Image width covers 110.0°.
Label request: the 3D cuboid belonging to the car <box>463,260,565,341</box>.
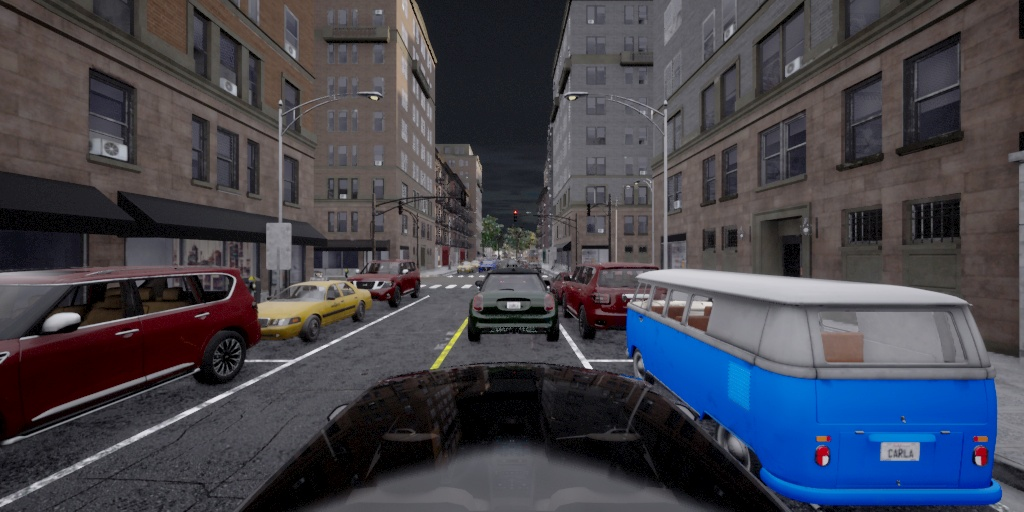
[{"bbox_3d":[0.023,1.101,10.001,2.097,1.767,4.553,0,0,0],"label":"car"}]

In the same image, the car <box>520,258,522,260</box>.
[{"bbox_3d":[2.569,1.297,53.615,2.007,1.370,4.403,0,0,0],"label":"car"}]

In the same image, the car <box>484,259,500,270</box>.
[{"bbox_3d":[-2.909,1.238,52.854,2.128,1.511,4.902,0,0,0],"label":"car"}]

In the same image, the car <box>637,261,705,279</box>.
[{"bbox_3d":[13.593,1.170,30.811,4.902,1.511,2.128,0,0,0],"label":"car"}]

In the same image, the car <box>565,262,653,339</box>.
[{"bbox_3d":[2.627,1.064,9.964,2.192,1.841,5.009,0,0,0],"label":"car"}]

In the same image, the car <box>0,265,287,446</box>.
[{"bbox_3d":[-5.401,1.064,4.277,2.192,1.841,5.009,0,0,0],"label":"car"}]

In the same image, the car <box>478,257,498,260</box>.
[{"bbox_3d":[-2.898,1.224,42.887,1.882,1.535,5.008,0,0,0],"label":"car"}]

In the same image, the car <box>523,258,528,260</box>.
[{"bbox_3d":[2.584,1.297,42.652,2.007,1.370,4.403,0,0,0],"label":"car"}]

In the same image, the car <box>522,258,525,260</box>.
[{"bbox_3d":[2.576,1.291,48.133,1.888,1.381,4.507,0,0,0],"label":"car"}]

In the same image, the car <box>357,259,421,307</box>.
[{"bbox_3d":[-5.418,1.063,15.633,2.192,1.841,5.009,0,0,0],"label":"car"}]

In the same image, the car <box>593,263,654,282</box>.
[{"bbox_3d":[8.573,1.262,27.849,4.181,1.385,1.994,0,0,0],"label":"car"}]

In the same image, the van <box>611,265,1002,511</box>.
[{"bbox_3d":[2.635,1.091,4.285,1.690,1.789,3.998,0,0,0],"label":"van"}]

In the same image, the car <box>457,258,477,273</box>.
[{"bbox_3d":[-5.469,1.272,42.471,1.751,1.417,4.829,0,0,0],"label":"car"}]

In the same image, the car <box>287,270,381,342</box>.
[{"bbox_3d":[-5.410,1.275,9.784,1.751,1.417,4.829,0,0,0],"label":"car"}]
